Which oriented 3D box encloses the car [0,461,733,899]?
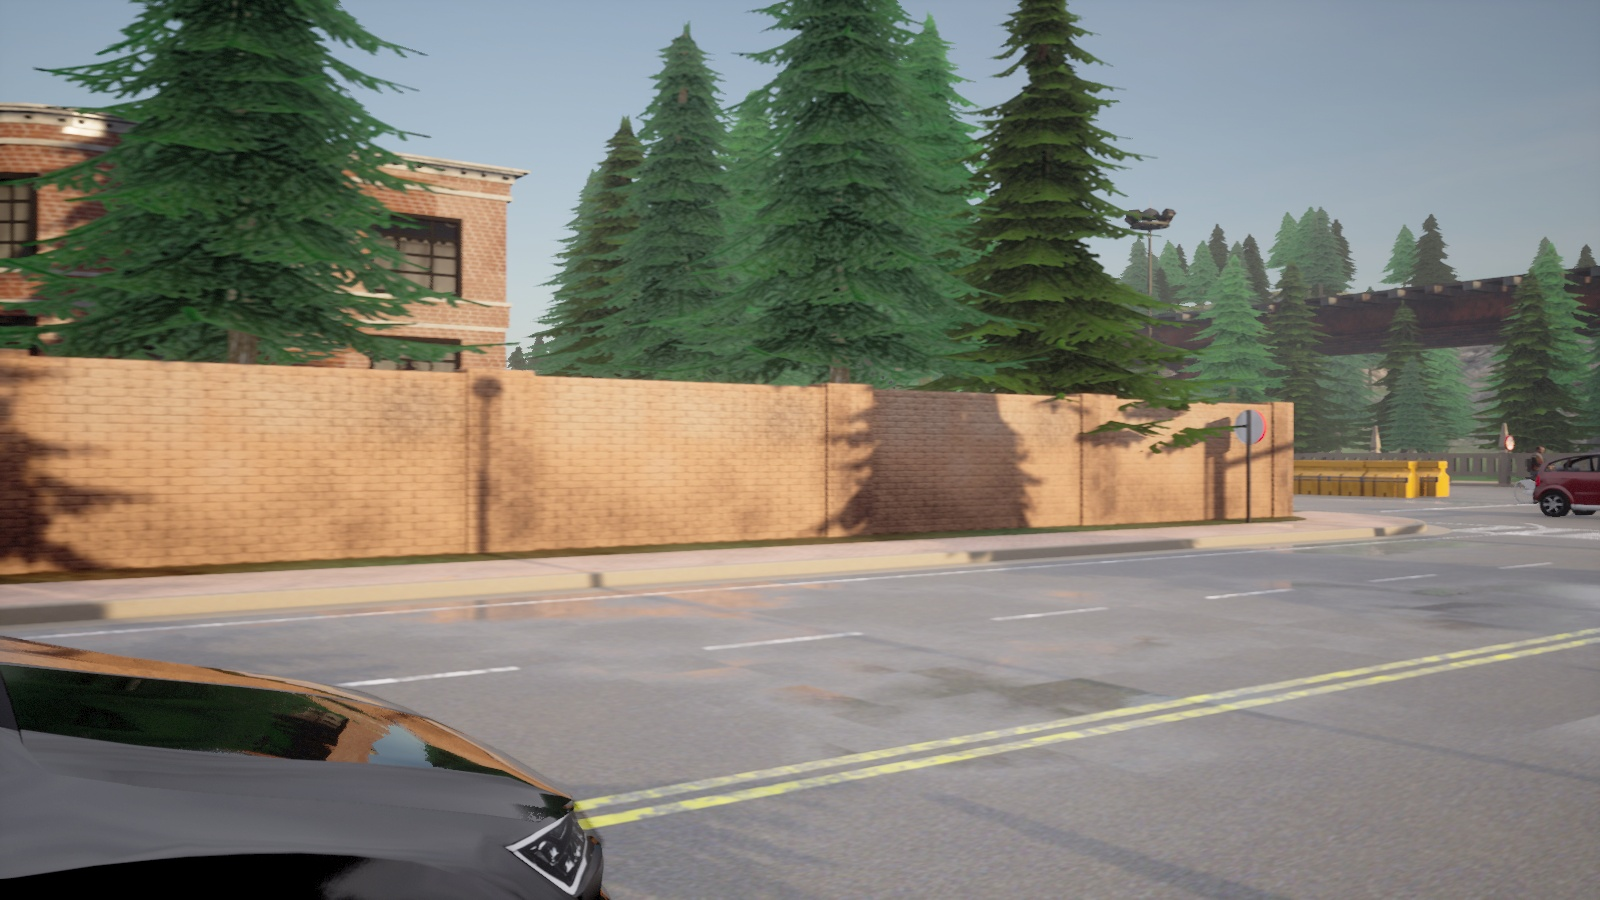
[{"bbox_3d":[-2.370,0.768,2.009,4.193,1.474,1.816,0,0,-35],"label":"car"}]

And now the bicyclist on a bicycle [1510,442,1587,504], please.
[{"bbox_3d":[22.124,0.660,37.157,0.659,1.776,1.843,0,0,-35],"label":"bicyclist on a bicycle"}]

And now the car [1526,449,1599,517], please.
[{"bbox_3d":[19.196,0.754,29.070,1.789,1.549,3.705,0,0,-35],"label":"car"}]
